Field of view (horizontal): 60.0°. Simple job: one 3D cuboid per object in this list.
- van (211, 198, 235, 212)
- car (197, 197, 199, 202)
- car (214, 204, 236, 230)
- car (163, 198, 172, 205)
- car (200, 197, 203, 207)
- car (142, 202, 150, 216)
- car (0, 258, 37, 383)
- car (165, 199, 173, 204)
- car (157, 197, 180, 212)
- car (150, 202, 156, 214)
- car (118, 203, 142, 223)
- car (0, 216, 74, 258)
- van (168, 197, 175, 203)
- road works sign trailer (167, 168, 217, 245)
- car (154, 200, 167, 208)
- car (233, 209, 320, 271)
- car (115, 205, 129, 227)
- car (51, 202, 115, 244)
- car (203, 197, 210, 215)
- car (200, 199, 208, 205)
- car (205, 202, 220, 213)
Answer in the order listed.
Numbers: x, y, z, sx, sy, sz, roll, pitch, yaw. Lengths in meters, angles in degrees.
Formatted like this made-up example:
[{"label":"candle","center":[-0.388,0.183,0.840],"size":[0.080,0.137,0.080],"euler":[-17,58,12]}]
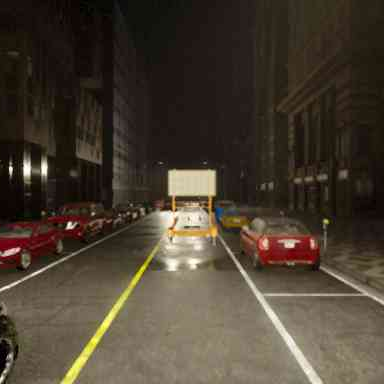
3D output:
[{"label":"van","center":[2.757,1.618,28.161],"size":[1.690,1.788,3.998],"euler":[0,-1,0]},{"label":"car","center":[2.753,2.178,72.971],"size":[1.967,1.590,4.097],"euler":[0,-1,0]},{"label":"car","center":[2.758,1.748,22.728],"size":[1.752,1.417,4.829],"euler":[0,-1,0]},{"label":"car","center":[-5.773,2.237,78.561],"size":[1.967,1.590,4.097],"euler":[0,-1,0]},{"label":"car","center":[2.754,1.819,50.566],"size":[2.192,1.841,5.009],"euler":[0,-1,0]},{"label":"car","center":[-5.768,1.883,33.746],"size":[2.008,1.369,4.403],"euler":[0,-1,0]},{"label":"car","center":[-3.100,1.588,2.360],"size":[1.994,1.385,4.181],"euler":[0,-1,0]},{"label":"car","center":[-5.773,2.400,84.162],"size":[1.887,1.381,4.507],"euler":[0,-1,0]},{"label":"car","center":[-3.090,1.798,45.036],"size":[2.097,1.767,4.553],"euler":[0,0,0]},{"label":"car","center":[-5.769,1.955,39.347],"size":[1.947,1.339,4.313],"euler":[0,-1,0]},{"label":"car","center":[-5.768,1.717,28.145],"size":[1.967,1.590,4.097],"euler":[0,-1,0]},{"label":"car","center":[-5.766,1.693,11.338],"size":[1.802,1.307,4.206],"euler":[0,-1,0]},{"label":"van","center":[-5.775,2.314,95.368],"size":[1.690,1.788,3.998],"euler":[0,-1,0]},{"label":"road works sign trailer","center":[-0.002,0.625,16.408],"size":[2.380,3.560,2.880],"euler":[0,-1,0]},{"label":"car","center":[-5.771,2.165,61.755],"size":[1.887,1.381,4.507],"euler":[0,-1,0]},{"label":"car","center":[2.759,1.552,11.355],"size":[1.967,1.590,4.097],"euler":[0,-1,0]},{"label":"car","center":[-5.767,1.803,22.542],"size":[1.802,1.307,4.206],"euler":[0,-1,0]},{"label":"car","center":[-5.767,1.481,16.943],"size":[2.192,1.841,5.009],"euler":[0,-1,0]},{"label":"car","center":[2.755,1.704,39.364],"size":[2.192,1.841,5.009],"euler":[0,-1,0]},{"label":"car","center":[2.753,2.379,78.571],"size":[1.802,1.307,4.206],"euler":[0,-1,0]},{"label":"car","center":[2.756,2.028,44.963],"size":[1.802,1.307,4.206],"euler":[0,-1,0]}]
